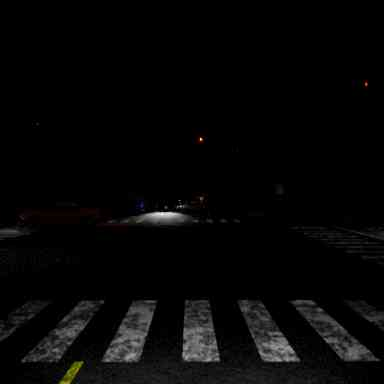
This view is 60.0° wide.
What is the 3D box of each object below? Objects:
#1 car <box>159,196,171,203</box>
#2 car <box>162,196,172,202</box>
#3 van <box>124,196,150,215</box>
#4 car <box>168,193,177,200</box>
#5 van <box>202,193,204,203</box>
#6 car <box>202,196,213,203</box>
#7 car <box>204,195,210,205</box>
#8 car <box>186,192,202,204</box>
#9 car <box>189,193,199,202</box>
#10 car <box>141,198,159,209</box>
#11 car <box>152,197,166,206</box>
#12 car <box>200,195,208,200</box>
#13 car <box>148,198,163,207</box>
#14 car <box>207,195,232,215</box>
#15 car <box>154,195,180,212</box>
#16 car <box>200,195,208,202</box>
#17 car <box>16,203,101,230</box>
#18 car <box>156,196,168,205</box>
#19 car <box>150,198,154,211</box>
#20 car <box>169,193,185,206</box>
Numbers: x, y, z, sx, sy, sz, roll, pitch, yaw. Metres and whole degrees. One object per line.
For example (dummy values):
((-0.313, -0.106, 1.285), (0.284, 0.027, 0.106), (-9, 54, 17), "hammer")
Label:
((-5.439, 1.554, 67.478), (1.947, 1.339, 4.313), (0, 0, 0), "car")
((-5.403, 1.530, 73.146), (1.887, 1.381, 4.507), (0, 0, 0), "car")
((-5.653, 1.337, 33.469), (1.690, 1.788, 3.998), (0, 0, 0), "van")
((-5.296, 1.291, 90.151), (2.192, 1.841, 5.009), (0, 0, 0), "car")
((3.015, 1.334, 56.094), (1.690, 1.788, 3.998), (0, 0, 0), "van")
((3.087, 1.539, 67.432), (2.008, 1.369, 4.403), (0, 0, 0), "car")
((2.944, 1.435, 44.755), (1.967, 1.590, 4.097), (0, 0, 0), "car")
((0.395, 1.212, 63.440), (2.150, 2.045, 5.566), (0, 0, 0), "car")
((0.459, 1.173, 73.800), (2.097, 1.767, 4.553), (0, 0, 0), "car")
((-5.582, 1.561, 44.806), (1.947, 1.339, 4.313), (0, 0, 0), "car")
((-5.510, 1.558, 56.142), (1.947, 1.339, 4.313), (0, 0, 0), "car")
((3.230, 1.542, 90.110), (1.947, 1.339, 4.313), (0, 0, 0), "car")
((-5.546, 1.576, 50.474), (1.802, 1.307, 4.206), (0, 0, 0), "car")
((2.872, 1.436, 33.418), (1.967, 1.590, 4.097), (0, 0, 0), "car")
((-2.857, 1.487, 39.110), (2.128, 1.511, 4.902), (0, 0, 0), "car")
((2.846, 1.439, 79.604), (1.801, 1.575, 5.366), (0, 0, 0), "car")
((-8.400, 1.465, 21.199), (5.008, 1.535, 1.882), (0, 2, -25), "car")
((-5.476, 1.516, 61.640), (1.752, 1.417, 4.829), (0, 0, 0), "car")
((-5.617, 1.436, 39.137), (1.967, 1.590, 4.097), (0, 0, 0), "car")
((-2.743, 1.347, 55.613), (2.097, 1.767, 4.553), (0, 0, 0), "car")
